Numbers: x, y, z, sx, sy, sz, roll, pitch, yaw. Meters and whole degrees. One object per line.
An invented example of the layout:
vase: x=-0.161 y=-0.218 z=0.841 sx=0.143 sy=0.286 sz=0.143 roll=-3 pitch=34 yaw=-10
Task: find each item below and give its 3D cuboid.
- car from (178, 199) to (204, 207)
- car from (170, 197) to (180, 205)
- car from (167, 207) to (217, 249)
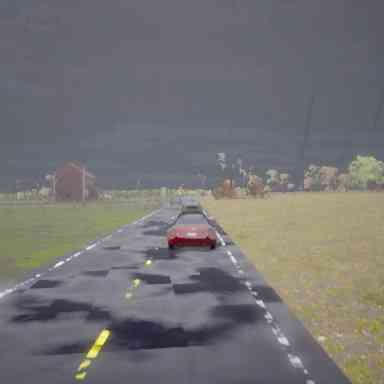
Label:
car: x=0.000 y=1.523 z=29.626 sx=1.837 sy=1.490 sz=4.892 roll=0 pitch=0 yaw=0
car: x=-2.750 y=1.623 z=59.531 sx=1.994 sy=1.385 sz=4.181 roll=0 pitch=0 yaw=0
car: x=0.000 y=1.574 z=14.626 sx=1.994 sy=1.385 sz=4.181 roll=0 pitch=0 yaw=0
